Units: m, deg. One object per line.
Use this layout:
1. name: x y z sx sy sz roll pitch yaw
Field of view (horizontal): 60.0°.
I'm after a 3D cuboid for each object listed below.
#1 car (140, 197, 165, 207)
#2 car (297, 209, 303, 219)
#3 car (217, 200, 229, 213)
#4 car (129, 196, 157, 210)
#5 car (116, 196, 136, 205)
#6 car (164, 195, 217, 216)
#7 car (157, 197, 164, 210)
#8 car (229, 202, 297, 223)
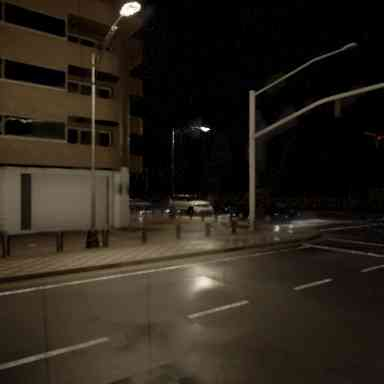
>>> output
1. car: -6.637 1.565 55.515 1.882 1.535 5.008 0 0 -36
2. car: 7.581 1.608 29.538 1.812 1.442 4.674 0 0 -36
3. car: 2.171 1.588 37.002 1.837 1.490 4.892 0 0 -36
4. car: -6.918 1.604 43.639 1.812 1.442 4.674 0 0 -36
5. car: -12.721 1.592 63.964 1.837 1.490 4.892 0 0 -36
6. car: -0.249 1.300 34.375 2.150 2.045 5.566 0 0 -36
7. car: -3.724 1.647 45.186 1.994 1.385 4.181 0 0 -36
8. car: 5.518 1.583 26.381 1.837 1.490 4.892 0 0 -36
